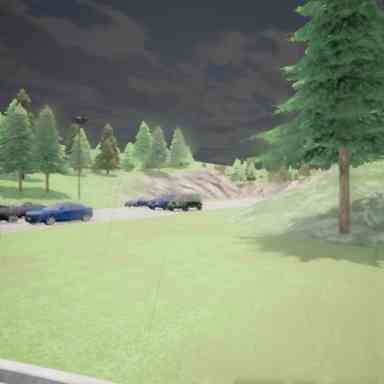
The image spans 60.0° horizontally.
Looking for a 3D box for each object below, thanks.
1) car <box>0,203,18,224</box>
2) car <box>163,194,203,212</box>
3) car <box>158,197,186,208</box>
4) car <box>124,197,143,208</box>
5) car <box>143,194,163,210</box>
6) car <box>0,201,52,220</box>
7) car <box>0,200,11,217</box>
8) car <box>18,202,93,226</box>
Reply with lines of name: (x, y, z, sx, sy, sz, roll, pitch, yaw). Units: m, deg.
car: (-14.019, 1.498, 22.552, 2.128, 1.511, 4.902, 0, 0, 29)
car: (-0.713, 1.217, 39.150, 2.150, 2.045, 5.566, 0, 0, 29)
car: (-2.933, 1.503, 49.432, 1.837, 1.490, 4.892, 0, 0, 30)
car: (-7.755, 1.526, 48.033, 1.812, 1.442, 4.674, 0, 0, 29)
car: (-3.227, 1.218, 41.822, 2.150, 2.045, 5.566, 0, 0, 29)
car: (-14.551, 1.570, 28.770, 1.994, 1.385, 4.181, 0, 0, 29)
car: (-18.614, 1.486, 28.677, 1.882, 1.535, 5.008, 0, 0, 29)
car: (-9.332, 1.481, 23.761, 1.882, 1.535, 5.008, 0, 0, 29)
